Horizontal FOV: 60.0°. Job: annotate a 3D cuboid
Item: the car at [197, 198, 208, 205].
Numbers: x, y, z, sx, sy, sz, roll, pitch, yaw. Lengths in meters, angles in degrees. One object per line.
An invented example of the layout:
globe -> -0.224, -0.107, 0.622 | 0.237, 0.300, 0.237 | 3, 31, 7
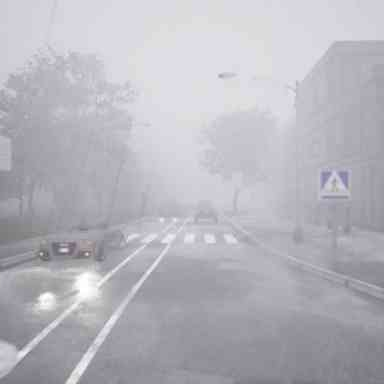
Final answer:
car -> 2.867, 2.565, 89.718 | 2.002, 1.452, 4.674 | -1, 1, 14

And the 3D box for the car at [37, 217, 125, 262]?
car -> -3.838, 1.626, 12.166 | 1.994, 1.385, 4.181 | 0, -1, 2

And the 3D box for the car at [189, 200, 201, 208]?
car -> 0.783, 2.748, 79.392 | 2.097, 1.535, 5.008 | 1, 2, 11

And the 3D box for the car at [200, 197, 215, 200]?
car -> 2.052, 2.185, 51.638 | 2.150, 2.045, 5.566 | 0, -1, 2

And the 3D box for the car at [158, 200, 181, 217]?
car -> -2.655, 1.930, 40.454 | 2.150, 2.045, 5.566 | 0, -2, 4

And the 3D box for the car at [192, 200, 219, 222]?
car -> 1.368, 1.869, 32.166 | 2.097, 1.767, 4.553 | 0, -1, 2

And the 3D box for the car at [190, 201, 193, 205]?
car -> 0.064, 2.943, 73.293 | 2.002, 1.452, 4.674 | -2, 1, 6
